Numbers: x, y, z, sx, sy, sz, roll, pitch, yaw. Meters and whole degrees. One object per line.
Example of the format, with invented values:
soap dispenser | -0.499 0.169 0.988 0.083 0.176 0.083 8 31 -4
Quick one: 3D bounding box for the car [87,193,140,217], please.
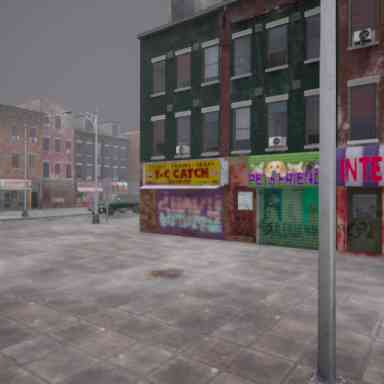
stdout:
car | -6.898 1.099 30.729 2.150 2.045 5.566 0 0 36
